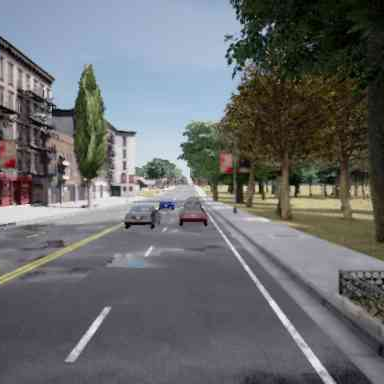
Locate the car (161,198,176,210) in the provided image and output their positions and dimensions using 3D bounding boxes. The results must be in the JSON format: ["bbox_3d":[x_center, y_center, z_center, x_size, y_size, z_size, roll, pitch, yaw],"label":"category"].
[{"bbox_3d":[-3.145,1.506,42.905,1.882,1.535,5.008,0,0,0],"label":"car"}]

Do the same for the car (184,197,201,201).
[{"bbox_3d":[0.105,1.380,42.142,2.097,1.767,4.553,0,0,0],"label":"car"}]

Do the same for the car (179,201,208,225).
[{"bbox_3d":[0.101,1.572,24.420,1.994,1.385,4.181,0,0,0],"label":"car"}]

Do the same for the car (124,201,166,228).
[{"bbox_3d":[-3.149,1.553,21.923,2.033,1.411,5.357,0,0,0],"label":"car"}]
